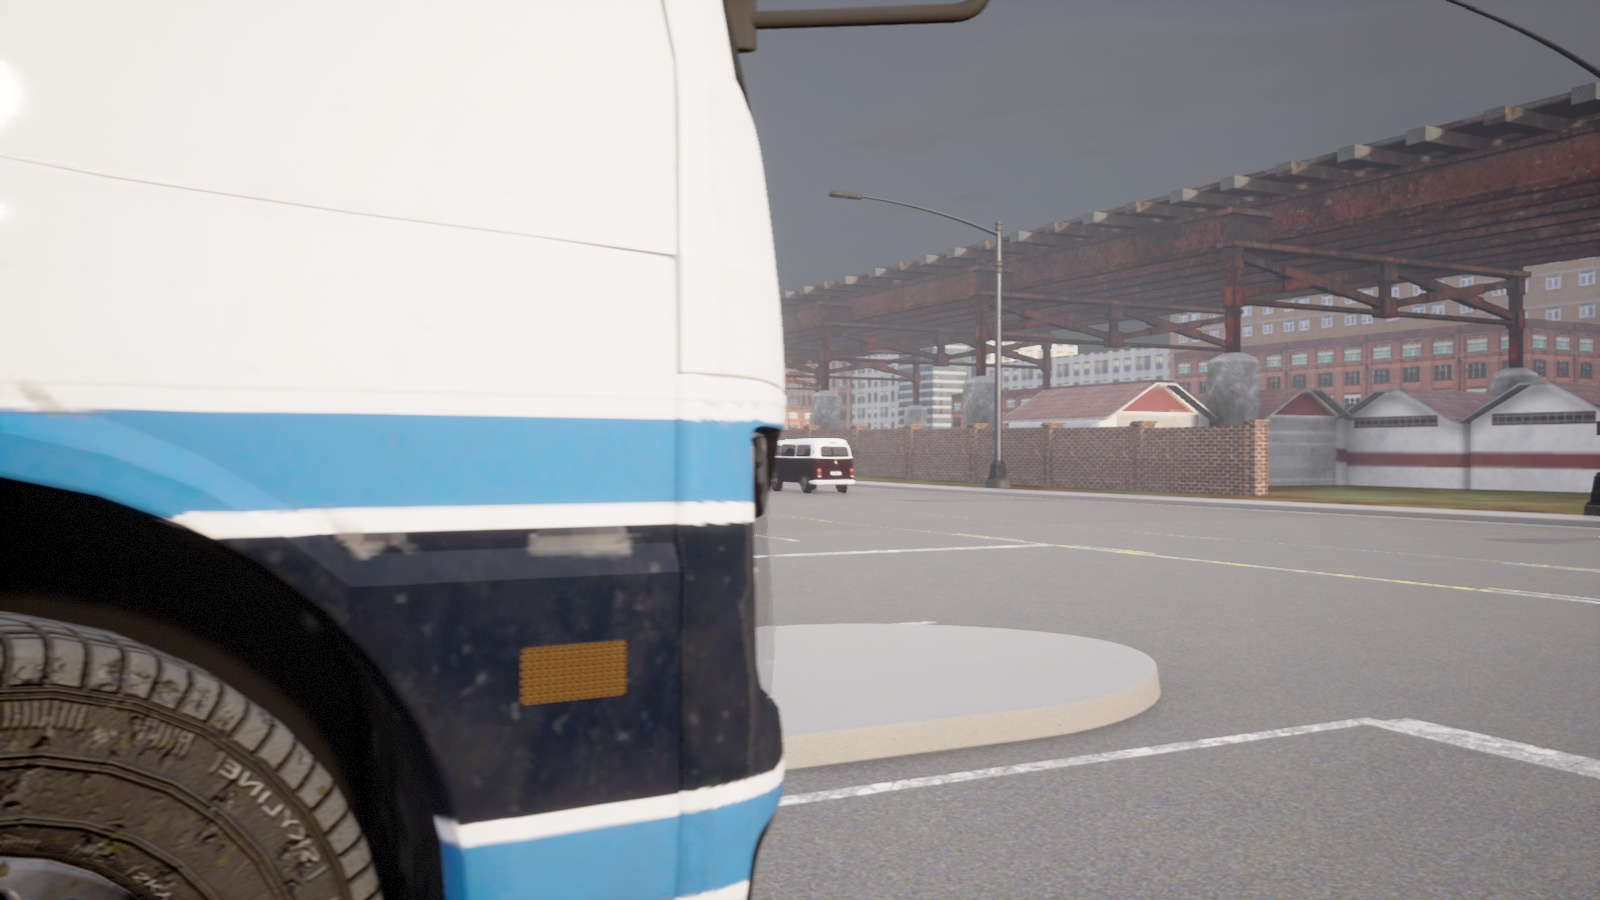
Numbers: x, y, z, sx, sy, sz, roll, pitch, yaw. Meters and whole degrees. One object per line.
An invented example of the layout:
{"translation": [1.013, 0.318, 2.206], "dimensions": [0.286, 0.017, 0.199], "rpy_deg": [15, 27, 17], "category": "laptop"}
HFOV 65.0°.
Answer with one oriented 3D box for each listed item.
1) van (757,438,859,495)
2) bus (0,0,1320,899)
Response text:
{"translation": [0.244, 0.581, 47.618], "dimensions": [2.069, 2.038, 4.480], "rpy_deg": [0, 0, -27], "category": "van"}
{"translation": [-4.492, -0.627, 1.323], "dimensions": [10.273, 4.253, 3.944], "rpy_deg": [0, 0, -31], "category": "bus"}
